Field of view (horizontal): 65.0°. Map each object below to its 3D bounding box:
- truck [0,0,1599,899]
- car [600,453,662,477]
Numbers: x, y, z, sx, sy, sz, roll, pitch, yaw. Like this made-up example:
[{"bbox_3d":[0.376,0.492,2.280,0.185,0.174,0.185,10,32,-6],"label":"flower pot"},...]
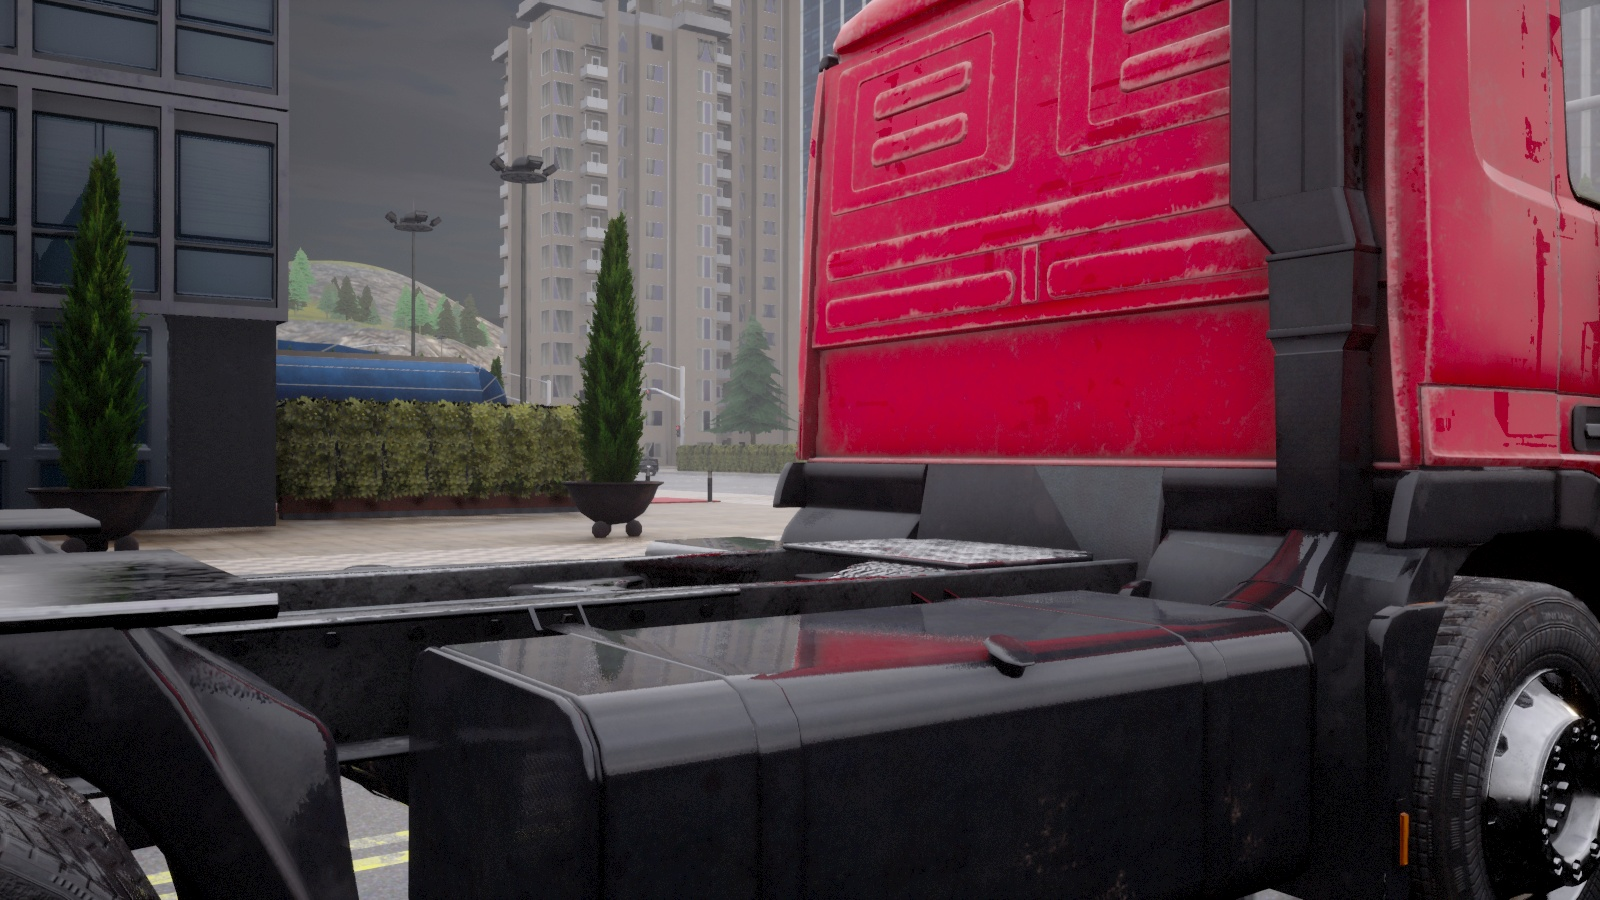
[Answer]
[{"bbox_3d":[-0.663,-0.228,3.201,7.936,3.462,2.891,0,0,-35],"label":"truck"},{"bbox_3d":[-10.939,0.944,81.072,1.882,1.535,5.008,0,0,-35],"label":"car"}]
